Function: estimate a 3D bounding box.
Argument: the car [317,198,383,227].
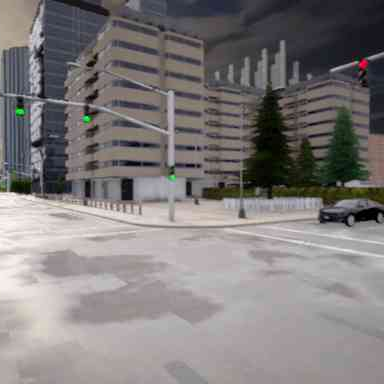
[{"bbox_3d":[9.594,1.119,19.926,5.008,1.535,1.882,-1,1,-33],"label":"car"}]
